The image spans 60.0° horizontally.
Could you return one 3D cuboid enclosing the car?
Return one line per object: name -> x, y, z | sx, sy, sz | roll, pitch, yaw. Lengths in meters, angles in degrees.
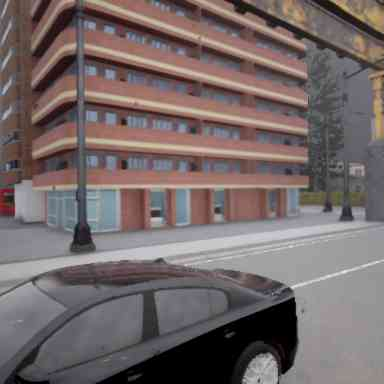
car -> -1.022, 1.504, 3.232 | 5.008, 1.535, 1.882 | 0, -1, -37
